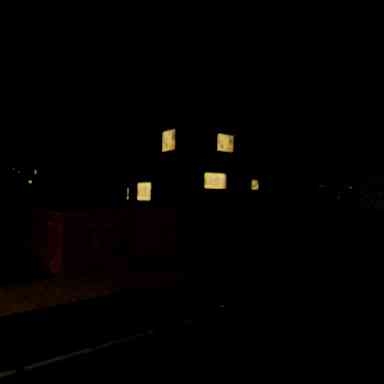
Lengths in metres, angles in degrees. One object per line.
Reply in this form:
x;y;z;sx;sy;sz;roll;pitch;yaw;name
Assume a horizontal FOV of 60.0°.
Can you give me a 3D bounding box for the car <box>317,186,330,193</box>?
21.295;-0.263;56.230;2.033;1.411;5.357;1;2;-3;car
